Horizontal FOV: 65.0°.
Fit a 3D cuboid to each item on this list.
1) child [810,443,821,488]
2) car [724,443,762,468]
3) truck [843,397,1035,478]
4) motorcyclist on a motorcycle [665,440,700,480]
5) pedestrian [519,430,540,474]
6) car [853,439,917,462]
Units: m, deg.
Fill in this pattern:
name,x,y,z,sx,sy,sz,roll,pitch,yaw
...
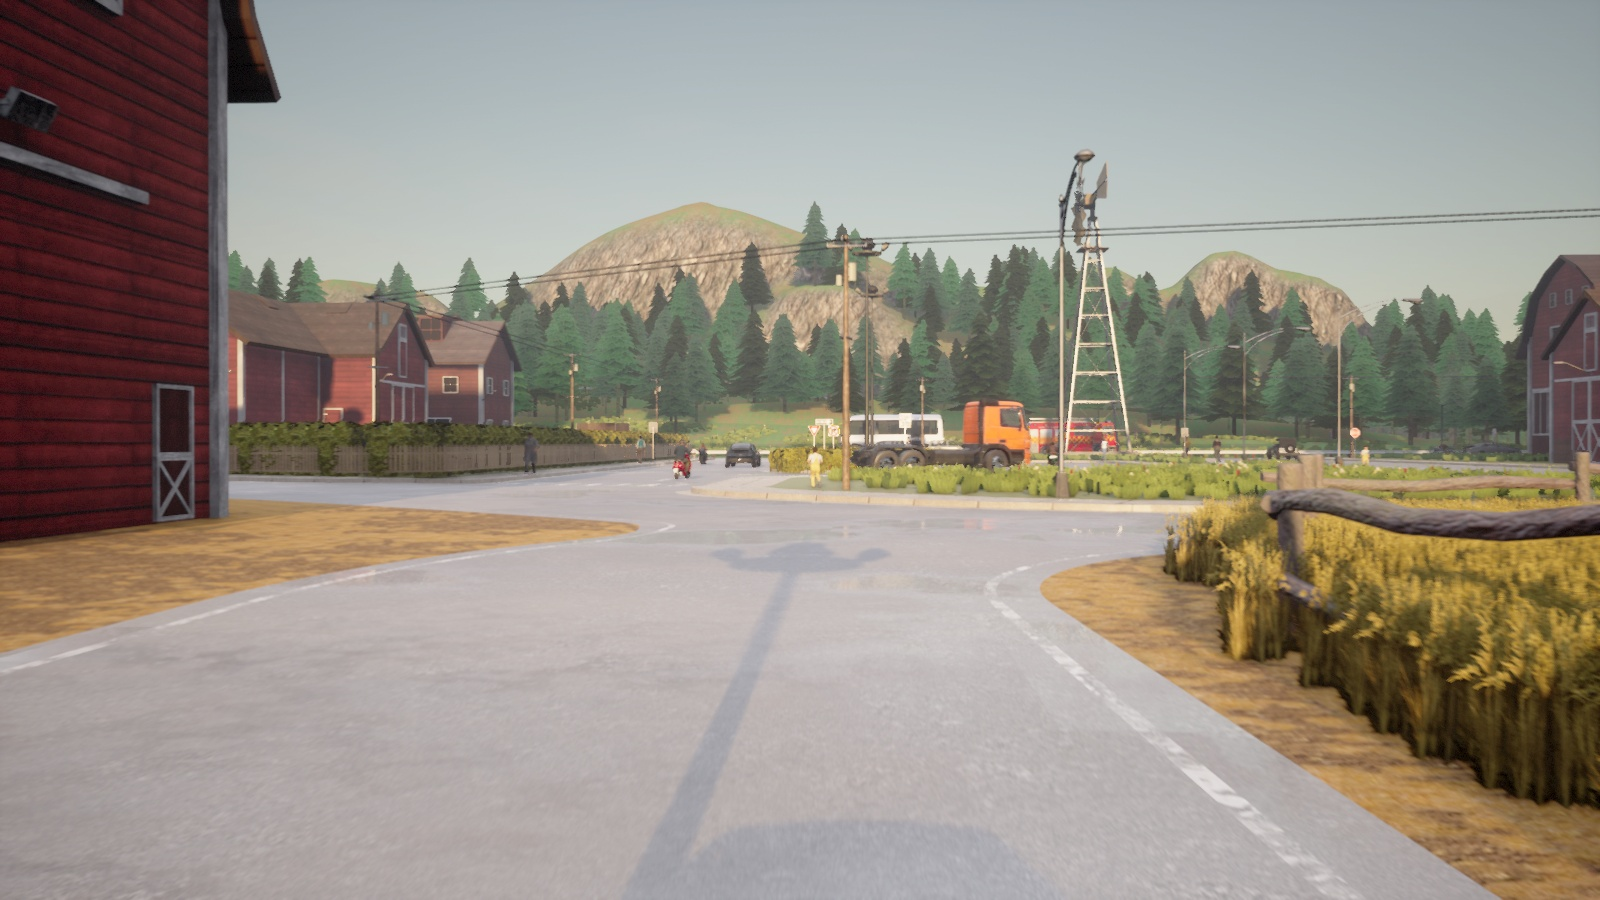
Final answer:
name,x,y,z,sx,sy,sz,roll,pitch,yaw
child,0.439,0.440,35.936,0.270,1.263,0.437,0,0,-4
car,-3.469,0.315,77.420,1.837,1.490,4.892,0,0,3
truck,6.129,-0.543,55.734,7.936,3.462,2.891,0,0,-13
motorcyclist on a motorcycle,-4.784,0.410,51.184,0.866,1.590,1.817,1,0,14
pedestrian,-11.890,0.083,55.181,0.659,1.952,0.873,0,0,8
car,6.697,0.057,98.776,4.553,1.767,2.097,0,0,21
